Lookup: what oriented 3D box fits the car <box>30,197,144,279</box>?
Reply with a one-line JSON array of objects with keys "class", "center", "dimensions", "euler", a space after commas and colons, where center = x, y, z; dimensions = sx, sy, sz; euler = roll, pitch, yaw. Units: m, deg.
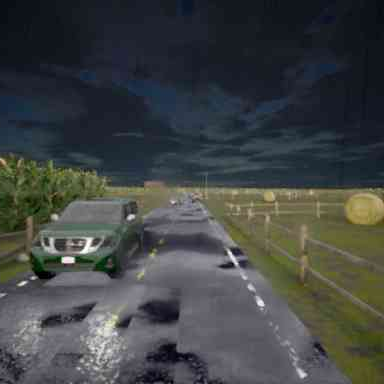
[{"class": "car", "center": [-2.842, 1.203, 10.382], "dimensions": [2.150, 2.045, 5.566], "euler": [0, 0, 0]}]

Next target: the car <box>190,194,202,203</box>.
[{"class": "car", "center": [0.961, 1.384, 66.690], "dimensions": [1.812, 1.442, 4.674], "euler": [0, 0, 0]}]

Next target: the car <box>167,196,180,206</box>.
[{"class": "car", "center": [-2.822, 1.384, 52.096], "dimensions": [2.128, 1.511, 4.902], "euler": [0, 0, 0]}]

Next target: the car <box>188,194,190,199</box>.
[{"class": "car", "center": [-0.002, 1.201, 85.768], "dimensions": [2.128, 1.511, 4.902], "euler": [0, 0, 0]}]
